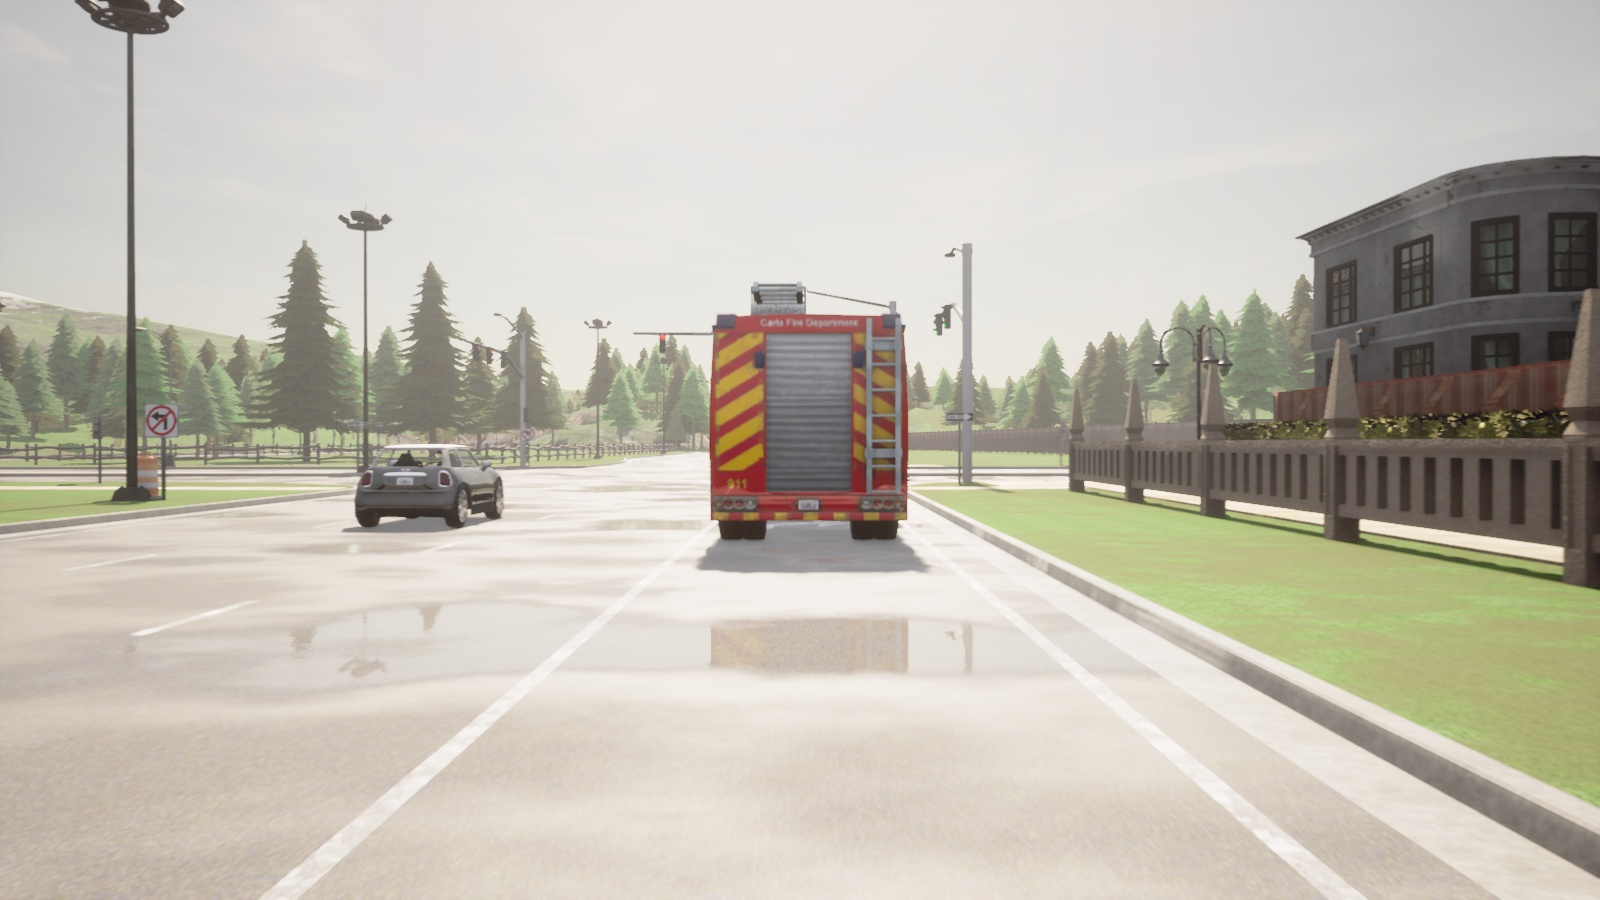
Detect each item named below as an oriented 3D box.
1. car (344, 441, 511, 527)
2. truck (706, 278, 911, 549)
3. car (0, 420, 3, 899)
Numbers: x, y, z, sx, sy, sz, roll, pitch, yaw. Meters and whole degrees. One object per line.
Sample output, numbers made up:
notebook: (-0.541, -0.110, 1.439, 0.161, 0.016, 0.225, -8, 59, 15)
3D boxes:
car: (-6.850, 0.574, 23.520, 1.970, 1.475, 3.806, 0, 0, 0)
truck: (0.141, -0.542, 21.994, 2.891, 3.827, 8.468, 0, 0, 0)
car: (-3.475, 0.681, 1.623, 2.007, 1.525, 4.514, 0, 0, 0)
